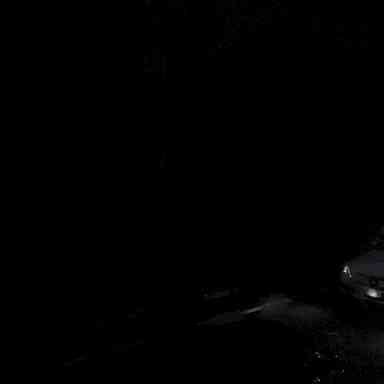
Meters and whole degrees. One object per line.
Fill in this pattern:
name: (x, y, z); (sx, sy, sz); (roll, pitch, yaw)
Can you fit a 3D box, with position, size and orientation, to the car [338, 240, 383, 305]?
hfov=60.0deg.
car: (5.209, 1.570, 7.376); (4.674, 1.442, 1.812); (0, 0, -35)
